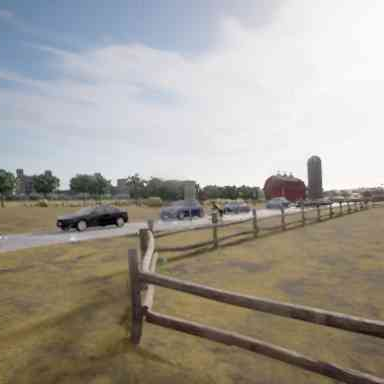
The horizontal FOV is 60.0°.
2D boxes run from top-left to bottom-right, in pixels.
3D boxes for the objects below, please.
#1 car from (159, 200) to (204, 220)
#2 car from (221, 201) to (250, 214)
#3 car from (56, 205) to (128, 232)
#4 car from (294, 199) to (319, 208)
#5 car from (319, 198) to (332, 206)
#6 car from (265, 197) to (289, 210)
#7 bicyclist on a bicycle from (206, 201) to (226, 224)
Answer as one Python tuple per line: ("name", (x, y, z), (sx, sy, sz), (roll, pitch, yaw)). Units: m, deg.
("car", (-0.891, 1.543, 29.709), (2.097, 1.767, 4.553), (-2, -2, 36))
("car", (4.891, 1.770, 37.742), (1.994, 1.385, 4.181), (-2, -2, 36))
("car", (-6.457, 1.653, 21.927), (1.882, 1.535, 5.008), (-2, -2, 35))
("car", (16.814, 1.751, 49.333), (1.895, 1.301, 4.718), (-2, -2, 36))
("car", (22.614, 1.761, 57.405), (2.033, 1.411, 5.357), (-2, -2, 35))
("car", (12.309, 1.585, 47.994), (2.097, 1.767, 4.553), (-2, -1, 36))
("bicyclist on a bicycle", (1.620, 1.471, 22.939), (1.656, 1.620, 0.582), (-1, 0, 36))
